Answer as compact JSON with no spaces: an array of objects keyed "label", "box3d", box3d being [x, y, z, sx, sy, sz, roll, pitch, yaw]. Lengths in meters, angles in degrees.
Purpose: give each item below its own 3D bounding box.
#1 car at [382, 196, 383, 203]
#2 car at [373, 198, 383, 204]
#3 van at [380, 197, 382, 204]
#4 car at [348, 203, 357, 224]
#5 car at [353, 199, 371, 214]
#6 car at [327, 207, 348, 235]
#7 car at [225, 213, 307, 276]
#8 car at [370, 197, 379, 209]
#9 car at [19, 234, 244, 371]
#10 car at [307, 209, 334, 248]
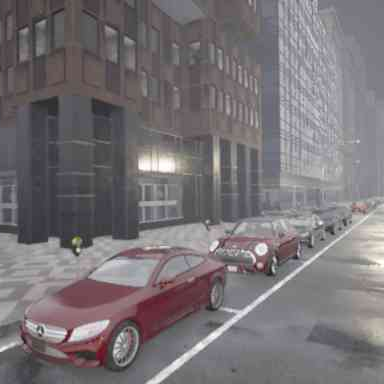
[{"label":"car","box3d":[40.198,2.077,72.764,1.887,1.381,4.507,-1,-1,32]},{"label":"car","box3d":[45.967,2.122,82.170,1.752,1.417,4.829,-1,-1,32]},{"label":"van","box3d":[37.266,1.840,67.992,1.690,1.788,3.998,-1,-1,32]},{"label":"car","box3d":[10.905,1.772,25.011,1.947,1.339,4.313,-1,-1,32]},{"label":"car","box3d":[19.693,1.848,39.338,1.887,1.381,4.507,-1,-1,32]},{"label":"car","box3d":[7.977,1.741,20.236,1.947,1.339,4.313,-1,-1,32]},{"label":"car","box3d":[2.116,1.555,10.688,1.967,1.590,4.097,-1,-1,32]},{"label":"car","box3d":[28.479,1.841,53.665,1.967,1.590,4.097,-1,-1,32]},{"label":"car","box3d":[-0.811,1.667,5.911,1.802,1.307,4.206,-1,-1,32]},{"label":"car","box3d":[5.047,1.696,15.462,2.008,1.369,4.403,-1,-1,32]}]
